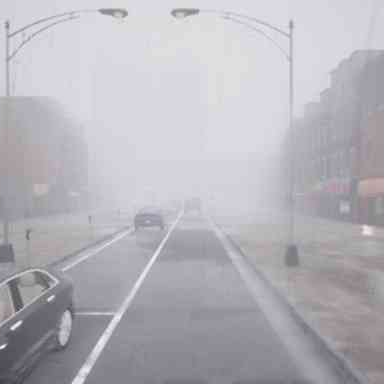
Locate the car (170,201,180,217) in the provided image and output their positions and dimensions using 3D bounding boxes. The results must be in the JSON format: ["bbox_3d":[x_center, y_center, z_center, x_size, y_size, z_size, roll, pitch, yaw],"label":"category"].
[{"bbox_3d":[-2.610,1.941,36.274,1.802,1.307,4.206,0,-1,0],"label":"car"}]

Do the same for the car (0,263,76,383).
[{"bbox_3d":[-2.637,1.587,3.563,2.008,1.369,4.403,0,-1,0],"label":"car"}]

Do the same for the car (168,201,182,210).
[{"bbox_3d":[-2.597,2.085,52.630,1.947,1.339,4.313,0,-1,0],"label":"car"}]

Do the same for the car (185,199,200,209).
[{"bbox_3d":[0.204,2.051,56.750,2.128,1.511,4.902,0,-1,5],"label":"car"}]

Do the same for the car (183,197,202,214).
[{"bbox_3d":[0.079,1.640,42.458,2.150,2.045,5.566,0,0,1],"label":"car"}]

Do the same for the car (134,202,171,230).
[{"bbox_3d":[-2.732,1.705,22.914,1.882,1.535,5.008,0,-1,0],"label":"car"}]
